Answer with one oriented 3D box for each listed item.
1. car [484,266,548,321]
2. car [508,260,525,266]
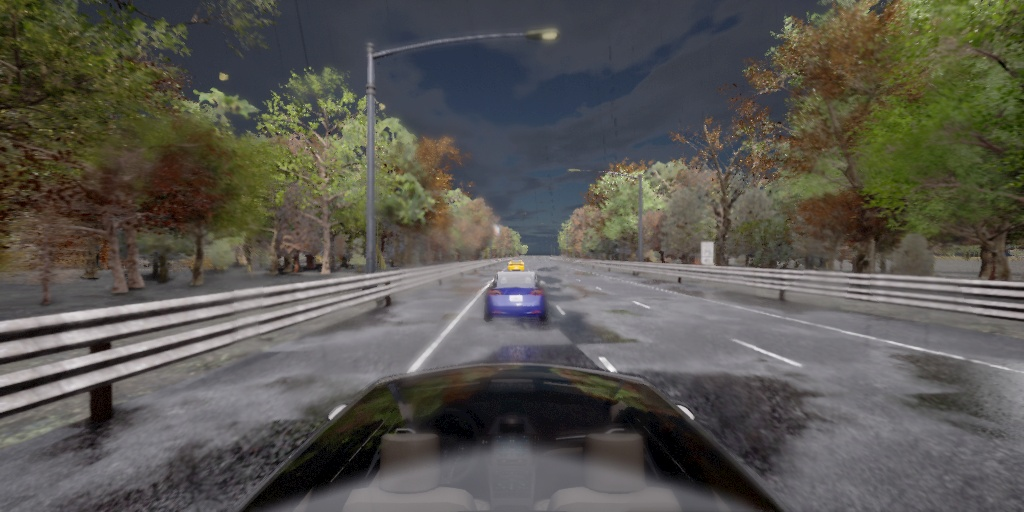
[{"bbox_3d":[0.139,1.252,12.498,2.163,1.488,4.792,0,0,0],"label":"car"},{"bbox_3d":[0.543,1.221,43.925,1.882,1.535,5.008,0,0,1],"label":"car"}]
